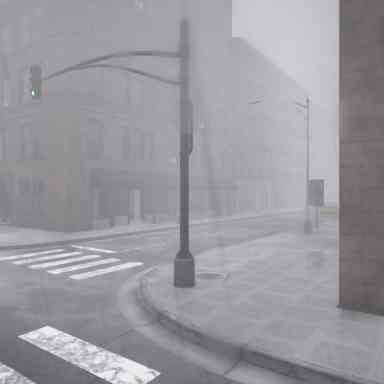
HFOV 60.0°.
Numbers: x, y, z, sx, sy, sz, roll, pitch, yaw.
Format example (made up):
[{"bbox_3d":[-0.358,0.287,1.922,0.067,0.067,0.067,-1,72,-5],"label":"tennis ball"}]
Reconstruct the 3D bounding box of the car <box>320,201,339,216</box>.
[{"bbox_3d":[15.329,1.713,35.855,1.882,1.535,5.008,0,0,35],"label":"car"}]
